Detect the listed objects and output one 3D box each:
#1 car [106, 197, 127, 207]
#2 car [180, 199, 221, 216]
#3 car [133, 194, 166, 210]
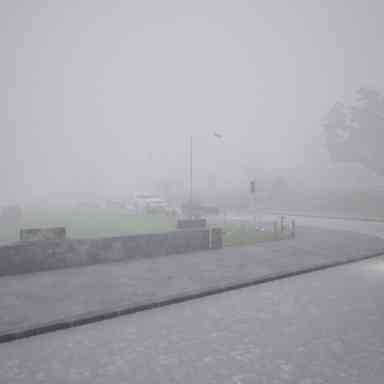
[{"bbox_3d":[-11.505,1.478,50.442,1.882,1.535,5.008,0,0,-35],"label":"car"},{"bbox_3d":[0.785,1.478,33.139,1.882,1.535,5.008,0,0,-36],"label":"car"},{"bbox_3d":[-5.435,1.221,41.868,2.150,2.045,5.566,0,0,-36],"label":"car"}]
